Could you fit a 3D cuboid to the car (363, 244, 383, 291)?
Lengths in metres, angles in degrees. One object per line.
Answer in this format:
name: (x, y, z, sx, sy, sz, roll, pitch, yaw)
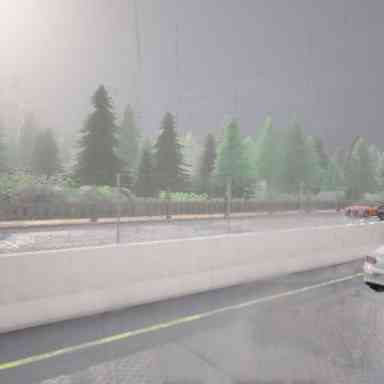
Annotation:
car: (5.896, 1.621, 7.955, 4.674, 1.442, 1.812, 1, 0, -36)
